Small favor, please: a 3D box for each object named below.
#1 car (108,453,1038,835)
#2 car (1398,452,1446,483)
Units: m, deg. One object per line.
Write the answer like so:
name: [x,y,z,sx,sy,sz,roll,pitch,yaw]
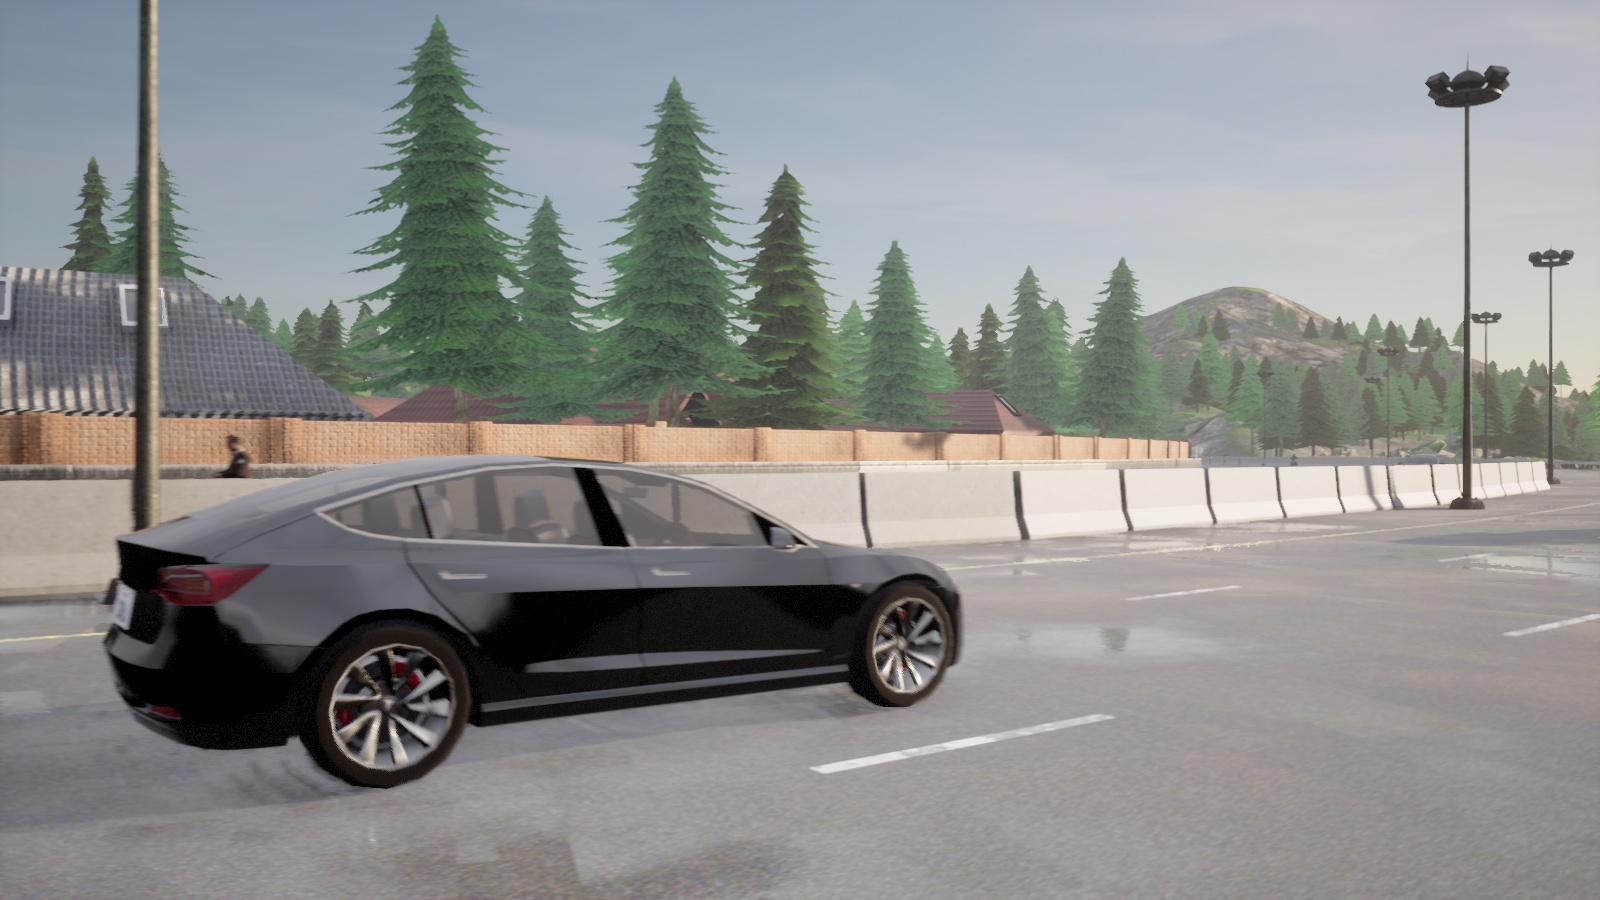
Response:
car: [-1.101,0.767,7.211,4.792,1.488,2.163,0,0,-36]
car: [31.784,0.852,64.118,1.837,1.490,4.892,0,0,31]
